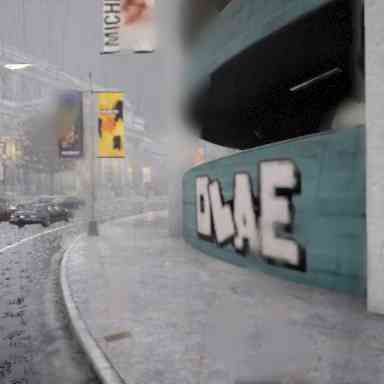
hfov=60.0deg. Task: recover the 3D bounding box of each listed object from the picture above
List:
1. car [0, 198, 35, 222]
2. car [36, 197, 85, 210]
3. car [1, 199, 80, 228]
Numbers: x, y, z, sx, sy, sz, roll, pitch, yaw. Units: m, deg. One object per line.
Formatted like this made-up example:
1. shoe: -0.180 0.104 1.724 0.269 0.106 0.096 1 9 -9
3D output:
1. car: -12.998 1.430 22.085 2.128 1.511 4.902 -1 1 5
2. car: -13.474 1.269 35.098 1.882 1.535 5.008 -1 0 21
3. car: -9.547 1.436 21.568 2.033 1.411 5.357 -1 1 4
